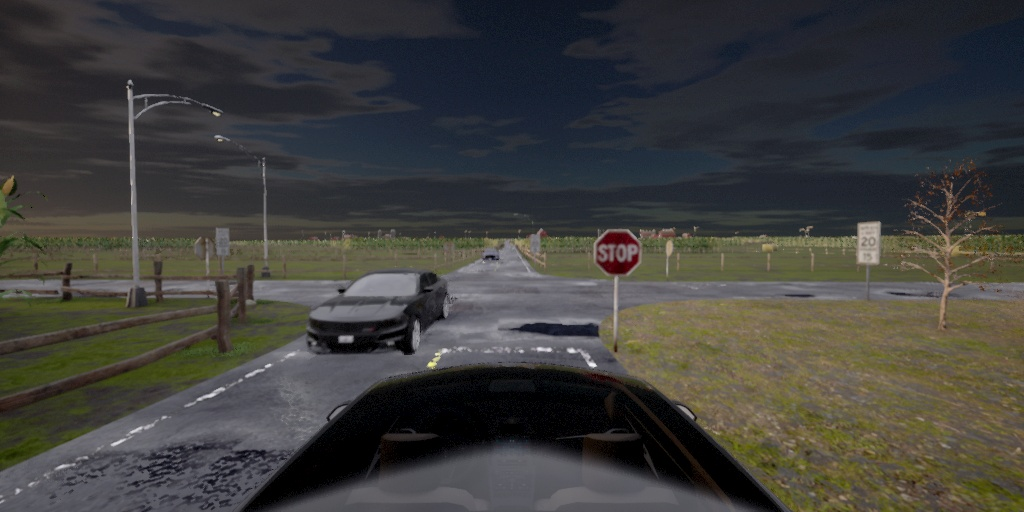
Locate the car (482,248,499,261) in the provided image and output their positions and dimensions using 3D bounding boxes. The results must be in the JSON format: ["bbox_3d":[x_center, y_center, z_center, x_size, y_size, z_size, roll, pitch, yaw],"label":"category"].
[{"bbox_3d":[-2.739,-0.282,46.693,2.097,1.767,4.553,0,2,0],"label":"car"}]

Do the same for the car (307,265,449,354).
[{"bbox_3d":[-2.747,1.033,8.425,1.882,1.535,5.008,0,2,0],"label":"car"}]
